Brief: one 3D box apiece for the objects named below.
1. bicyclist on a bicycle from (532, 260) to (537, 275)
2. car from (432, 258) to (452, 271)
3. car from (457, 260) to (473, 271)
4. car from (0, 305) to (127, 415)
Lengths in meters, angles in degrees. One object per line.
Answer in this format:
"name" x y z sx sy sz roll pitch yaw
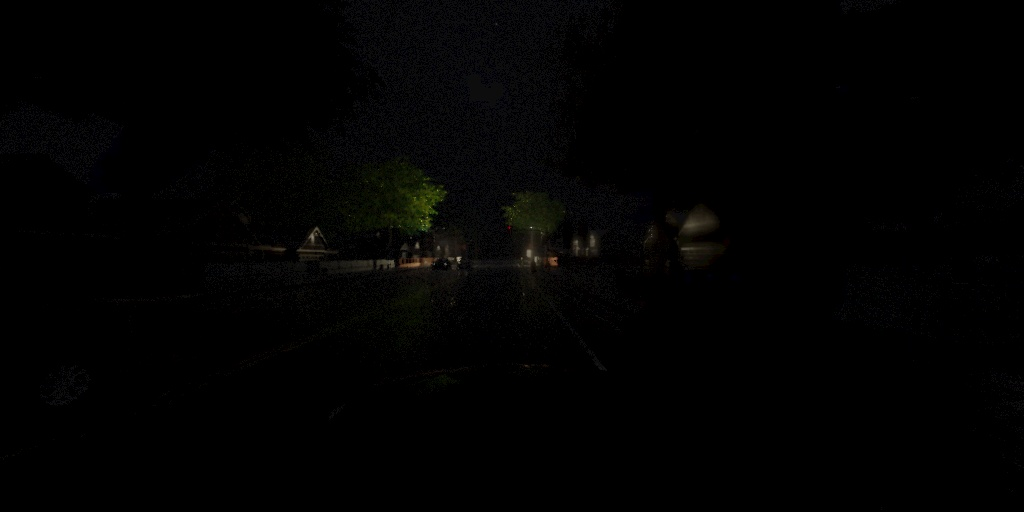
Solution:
"bicyclist on a bicycle" 2.279 1.200 36.382 0.582 1.620 1.656 0 0 -1
"car" -9.781 1.095 50.296 2.097 1.767 4.553 0 0 0
"car" -6.533 1.241 50.217 2.128 1.511 4.902 0 0 0
"car" -6.601 1.254 3.193 1.837 1.490 4.892 0 0 0
